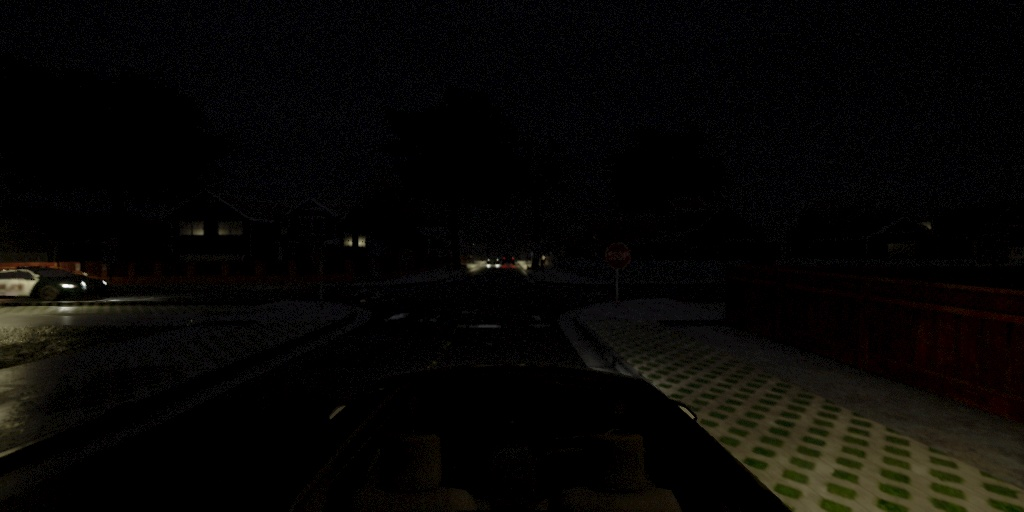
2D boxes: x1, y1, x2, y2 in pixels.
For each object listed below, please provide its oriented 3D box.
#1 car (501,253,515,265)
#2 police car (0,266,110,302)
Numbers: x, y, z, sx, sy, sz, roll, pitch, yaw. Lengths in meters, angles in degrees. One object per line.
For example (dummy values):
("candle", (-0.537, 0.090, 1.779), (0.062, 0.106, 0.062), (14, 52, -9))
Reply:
("car", (-0.616, 0.531, 61.520), (2.150, 2.045, 5.566), (0, 0, -1))
("police car", (-21.227, 1.262, 16.195), (4.974, 1.542, 2.038), (0, 0, 0))
